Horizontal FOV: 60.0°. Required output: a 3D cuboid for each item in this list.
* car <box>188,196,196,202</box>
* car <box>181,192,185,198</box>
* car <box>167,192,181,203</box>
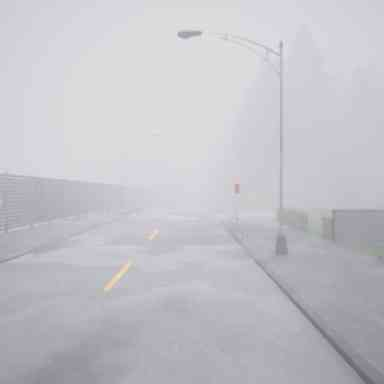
[{"bbox_3d":[0.044,1.626,83.179,1.812,1.442,4.674,0,0,4],"label":"car"},{"bbox_3d":[-3.438,0.945,86.020,2.150,2.045,5.566,0,0,19],"label":"car"},{"bbox_3d":[-3.988,1.311,70.627,2.150,2.045,5.566,0,0,0],"label":"car"}]
